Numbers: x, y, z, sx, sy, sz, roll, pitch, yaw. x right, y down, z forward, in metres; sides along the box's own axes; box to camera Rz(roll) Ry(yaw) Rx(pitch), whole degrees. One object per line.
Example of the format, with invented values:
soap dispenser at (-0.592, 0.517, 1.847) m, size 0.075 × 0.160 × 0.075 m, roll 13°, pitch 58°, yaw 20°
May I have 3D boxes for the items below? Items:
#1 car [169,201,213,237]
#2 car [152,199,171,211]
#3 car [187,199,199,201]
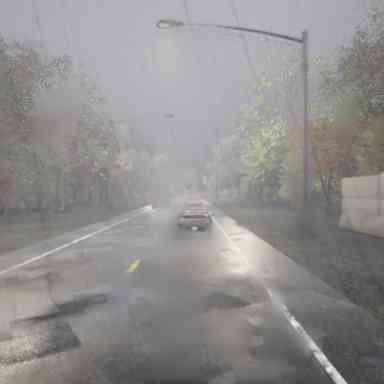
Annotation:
car at (0.115, 1.469, 17.757) m, size 2.128 × 1.511 × 4.902 m, roll 0°, pitch 0°, yaw 0°
car at (-3.552, 1.485, 39.186) m, size 1.994 × 1.385 × 4.181 m, roll 0°, pitch 0°, yaw 0°
car at (0.128, 1.460, 35.670) m, size 1.812 × 1.442 × 4.674 m, roll 0°, pitch 0°, yaw 0°
